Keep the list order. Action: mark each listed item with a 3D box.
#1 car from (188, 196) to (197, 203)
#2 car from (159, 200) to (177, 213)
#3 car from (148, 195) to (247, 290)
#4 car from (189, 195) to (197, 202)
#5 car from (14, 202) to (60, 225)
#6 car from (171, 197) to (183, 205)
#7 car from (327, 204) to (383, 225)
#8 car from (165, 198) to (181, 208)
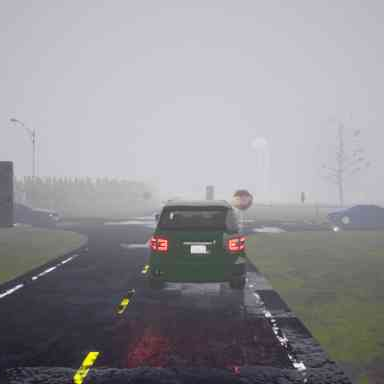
[{"bbox_3d":[0.165,1.591,70.201,1.812,1.442,4.674,0,0,0],"label":"car"},{"bbox_3d":[-2.731,1.622,38.874,1.895,1.301,4.718,0,0,-1],"label":"car"},{"bbox_3d":[0.108,1.222,9.220,2.150,2.045,5.566,0,0,0],"label":"car"},{"bbox_3d":[0.184,1.497,80.204,1.882,1.535,5.008,0,0,0],"label":"car"},{"bbox_3d":[-11.943,1.413,22.635,5.357,1.411,2.033,1,1,-4],"label":"car"},{"bbox_3d":[-2.661,1.576,59.587,1.812,1.442,4.674,0,0,1],"label":"car"},{"bbox_3d":[12.930,1.671,25.380,5.008,1.535,1.882,1,1,0],"label":"car"},{"bbox_3d":[-2.709,1.598,48.831,1.994,1.385,4.181,0,0,1],"label":"car"}]
